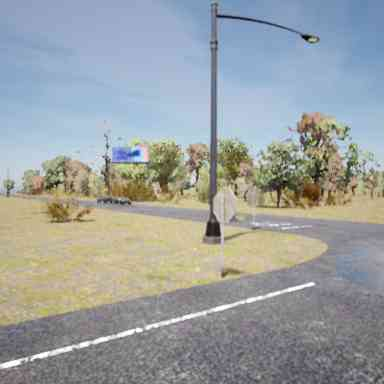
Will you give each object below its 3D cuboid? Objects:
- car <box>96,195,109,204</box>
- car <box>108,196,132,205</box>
[{"bbox_3d":[-16.050,1.374,61.083,1.837,1.490,4.892,0,0,-34],"label":"car"},{"bbox_3d":[-11.522,1.485,54.365,1.895,1.301,4.718,0,0,-33],"label":"car"}]
